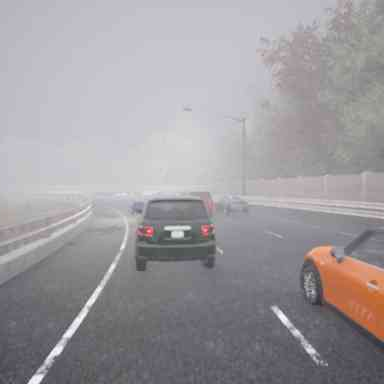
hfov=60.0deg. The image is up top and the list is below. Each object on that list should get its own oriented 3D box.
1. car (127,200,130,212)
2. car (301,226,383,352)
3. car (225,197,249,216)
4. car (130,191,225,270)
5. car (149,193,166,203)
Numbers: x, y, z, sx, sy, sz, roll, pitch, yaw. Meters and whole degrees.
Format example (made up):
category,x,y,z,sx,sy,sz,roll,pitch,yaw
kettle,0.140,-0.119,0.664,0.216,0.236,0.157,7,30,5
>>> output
category,x,y,z,sx,sy,sz,roll,pitch,yaw
car,-4.663,1.144,29.815,1.882,1.535,5.008,0,1,-17
car,3.322,1.277,4.939,2.097,1.767,4.553,0,1,-3
car,3.123,1.146,27.751,2.128,1.511,4.902,0,1,-14
car,-0.643,1.095,10.784,2.150,2.045,5.566,0,1,-6
car,-5.777,0.939,54.806,1.994,1.385,4.181,-1,1,-18
